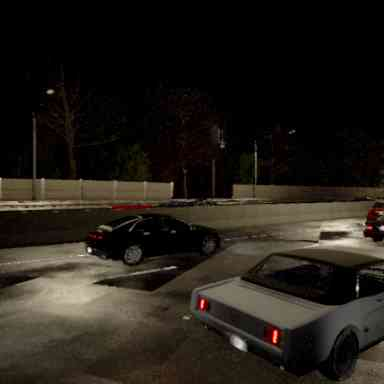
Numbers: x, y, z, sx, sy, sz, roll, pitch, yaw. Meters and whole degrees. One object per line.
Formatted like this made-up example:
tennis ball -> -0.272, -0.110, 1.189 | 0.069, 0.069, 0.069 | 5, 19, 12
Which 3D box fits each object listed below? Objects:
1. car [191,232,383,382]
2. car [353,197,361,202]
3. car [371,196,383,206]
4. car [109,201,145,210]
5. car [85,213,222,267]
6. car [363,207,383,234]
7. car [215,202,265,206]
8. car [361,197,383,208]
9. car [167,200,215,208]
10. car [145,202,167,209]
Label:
car -> 2.398, 1.604, 5.457 | 4.718, 1.301, 1.895 | 0, 0, -35
car -> 30.923, 1.633, 60.177 | 4.181, 1.385, 1.994 | 0, 0, -35
car -> 33.074, 1.553, 57.416 | 5.008, 1.535, 1.882 | 0, 0, -35
car -> -6.010, 1.632, 34.071 | 4.718, 1.301, 1.895 | 0, 0, -35
car -> -1.139, 1.515, 11.530 | 4.892, 1.490, 1.837 | 0, 0, -35
car -> 9.904, 1.556, 15.080 | 5.357, 1.411, 2.033 | 0, 0, -35
car -> 4.926, 1.570, 28.958 | 5.357, 1.411, 2.033 | 0, 0, -35
car -> 13.537, 1.365, 21.953 | 4.553, 1.767, 2.097 | 0, 0, -35
car -> 0.557, 1.530, 30.146 | 4.892, 1.490, 1.837 | 0, 0, -35
car -> -2.008, 1.592, 32.618 | 4.181, 1.385, 1.994 | 0, 0, -35
